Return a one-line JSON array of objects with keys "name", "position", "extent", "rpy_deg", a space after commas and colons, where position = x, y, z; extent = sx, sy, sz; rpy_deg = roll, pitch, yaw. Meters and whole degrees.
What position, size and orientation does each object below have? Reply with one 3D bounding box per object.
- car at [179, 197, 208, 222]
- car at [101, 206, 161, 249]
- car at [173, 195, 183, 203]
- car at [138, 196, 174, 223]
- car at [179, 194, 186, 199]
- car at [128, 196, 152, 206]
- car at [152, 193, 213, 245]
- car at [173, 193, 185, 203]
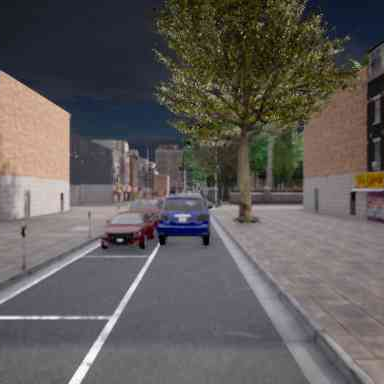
[{"name": "car", "position": [0.097, 1.292, 26.435], "extent": [2.097, 1.767, 4.553], "rpy_deg": [0, 0, 0]}, {"name": "car", "position": [-2.634, 1.511, 14.404], "extent": [1.887, 1.381, 4.507], "rpy_deg": [0, 0, 0]}, {"name": "car", "position": [-2.641, 1.397, 63.623], "extent": [1.752, 1.417, 4.829], "rpy_deg": [0, 0, 0]}, {"name": "car", "position": [-2.632, 1.256, 25.627], "extent": [2.192, 1.841, 5.009], "rpy_deg": [0, 0, 0]}, {"name": "car", "position": [-2.632, 1.259, 95.412], "extent": [1.967, 1.590, 4.097], "rpy_deg": [0, 0, 0]}, {"name": "car", "position": [-2.633, 1.268, 20.015], "extent": [2.192, 1.841, 5.009], "rpy_deg": [0, 0, 0]}, {"name": "car", "position": [-0.239, 1.181, 15.588], "extent": [2.150, 2.045, 5.566], "rpy_deg": [0, 0, 3]}, {"name": "car", "position": [-2.644, 1.177, 69.061], "extent": [2.192, 1.841, 5.009], "rpy_deg": [0, 0, 0]}]
